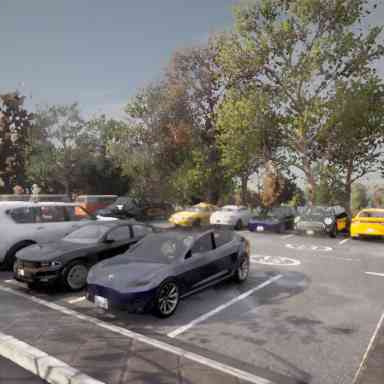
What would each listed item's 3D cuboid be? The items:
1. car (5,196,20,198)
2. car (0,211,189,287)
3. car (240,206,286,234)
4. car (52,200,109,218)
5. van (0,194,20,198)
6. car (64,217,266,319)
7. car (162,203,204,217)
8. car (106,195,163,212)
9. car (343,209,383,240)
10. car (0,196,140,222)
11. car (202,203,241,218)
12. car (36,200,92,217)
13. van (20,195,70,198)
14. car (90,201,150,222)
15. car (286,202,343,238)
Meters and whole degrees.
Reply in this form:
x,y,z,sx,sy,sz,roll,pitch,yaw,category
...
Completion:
x,y,z,sx,sy,sz,roll,pitch,yaw,category
-17.223,1.543,36.587,2.097,1.535,5.008,0,0,36,car
-2.499,1.589,9.740,2.097,1.535,5.008,0,0,36,car
5.169,1.610,20.294,2.163,1.488,4.792,0,0,36,car
-10.591,1.551,31.803,2.163,1.488,4.792,0,0,36,car
-19.400,1.332,38.304,1.878,1.987,4.442,0,0,36,van
-0.272,1.628,8.082,2.163,1.488,4.792,0,0,36,car
0.593,1.559,23.422,1.946,1.575,5.366,0,0,36,car
-3.764,1.291,26.848,2.435,2.045,5.566,0,0,36,car
9.567,1.599,17.132,2.097,1.535,5.008,0,0,36,car
-4.731,1.328,11.389,2.435,2.045,5.566,0,0,36,car
2.942,1.611,21.943,2.002,1.452,4.674,0,0,36,car
-12.727,1.553,33.353,2.163,1.488,4.792,0,0,36,car
-15.036,1.306,34.859,1.878,1.987,4.442,0,0,36,van
-6.040,1.562,28.429,2.163,1.488,4.792,0,0,36,car
7.346,1.464,18.789,2.185,1.767,4.553,0,0,36,car
